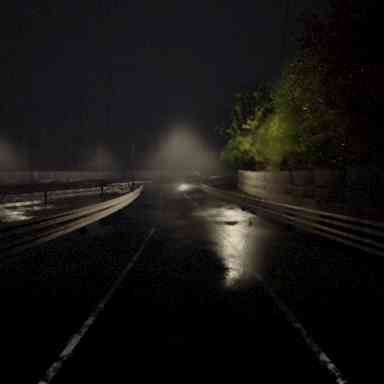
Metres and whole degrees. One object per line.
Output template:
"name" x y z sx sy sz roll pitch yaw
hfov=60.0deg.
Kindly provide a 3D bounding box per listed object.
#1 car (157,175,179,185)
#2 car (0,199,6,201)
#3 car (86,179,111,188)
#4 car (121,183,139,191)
"car" -6.094 -2.999 84.813 2.150 2.045 5.566 1 4 21
"car" -21.354 0.766 33.959 1.812 1.442 4.674 1 4 20
"car" -17.857 -1.508 63.535 2.150 2.045 5.566 1 4 20
"car" -11.232 -1.047 61.257 1.994 1.385 4.181 2 4 20
